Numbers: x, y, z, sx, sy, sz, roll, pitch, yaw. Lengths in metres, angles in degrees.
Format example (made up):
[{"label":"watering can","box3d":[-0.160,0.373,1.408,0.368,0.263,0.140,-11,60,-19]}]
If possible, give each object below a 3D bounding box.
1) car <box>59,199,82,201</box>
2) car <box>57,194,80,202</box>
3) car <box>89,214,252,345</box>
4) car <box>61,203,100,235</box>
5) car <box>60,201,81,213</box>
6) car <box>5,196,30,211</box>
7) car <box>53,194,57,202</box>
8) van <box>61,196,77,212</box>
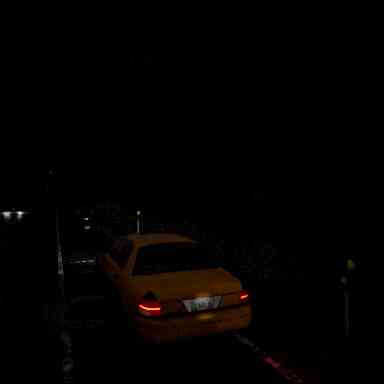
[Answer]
[{"label":"car","box3d":[-10.292,1.567,28.935,1.947,1.339,4.313,0,0,-22]},{"label":"car","box3d":[-12.397,1.317,34.042,2.192,1.841,5.009,0,0,-22]},{"label":"car","box3d":[-0.837,1.457,6.770,1.801,1.575,5.366,0,0,-22]},{"label":"car","box3d":[-6.080,1.552,18.722,2.008,1.369,4.403,0,0,-22]},{"label":"car","box3d":[-8.186,1.552,23.828,2.008,1.369,4.403,0,0,-22]},{"label":"car","box3d":[-21.365,1.615,40.420,2.033,1.411,5.357,0,0,-22]},{"label":"car","box3d":[-31.499,1.471,79.615,1.967,1.590,4.097,0,0,-24]},{"label":"van","box3d":[-14.503,1.343,39.148,1.690,1.788,3.998,0,0,-22]}]
